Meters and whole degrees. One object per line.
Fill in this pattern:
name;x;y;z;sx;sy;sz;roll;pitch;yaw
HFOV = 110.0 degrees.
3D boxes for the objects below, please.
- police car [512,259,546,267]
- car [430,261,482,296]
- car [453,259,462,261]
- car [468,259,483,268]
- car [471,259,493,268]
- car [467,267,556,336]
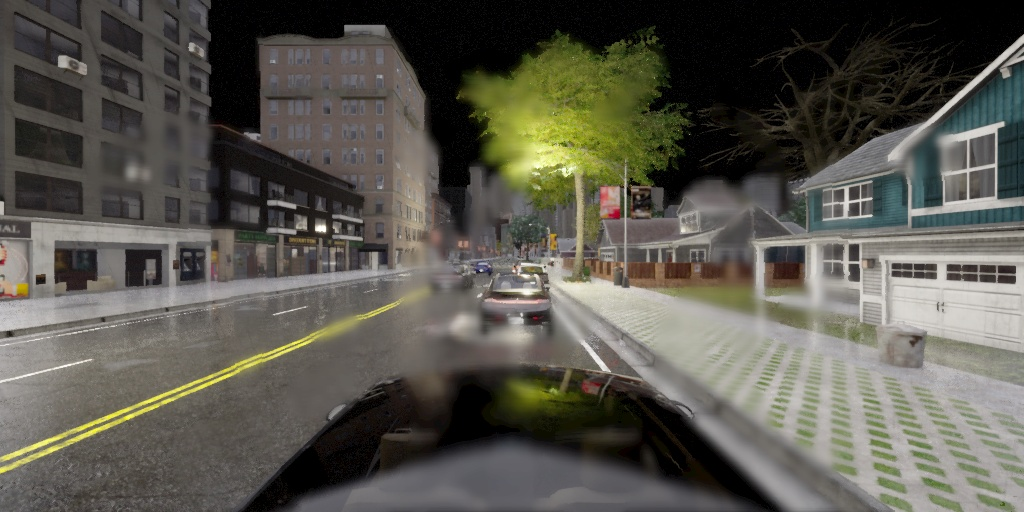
police car;1.059;1.164;20.633;1.930;1.638;5.238;0;0;0
car;-3.072;1.232;19.344;2.128;1.511;4.902;0;0;0
car;-9.533;1.205;62.119;1.837;1.490;4.892;0;0;1
car;-6.280;1.245;62.337;2.033;1.411;5.357;0;0;1
car;-2.990;1.248;37.686;1.812;1.442;4.674;0;0;1
car;0.138;1.238;10.384;2.128;1.511;4.902;0;0;0
